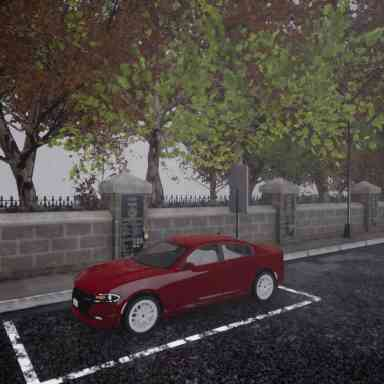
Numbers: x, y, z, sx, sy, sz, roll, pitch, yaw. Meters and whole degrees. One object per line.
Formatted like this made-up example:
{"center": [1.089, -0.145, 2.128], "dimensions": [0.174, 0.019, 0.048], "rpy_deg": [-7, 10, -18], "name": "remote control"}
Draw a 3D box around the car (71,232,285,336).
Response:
{"center": [-0.052, 1.545, 6.681], "dimensions": [4.507, 1.381, 1.887], "rpy_deg": [0, 0, -36], "name": "car"}
